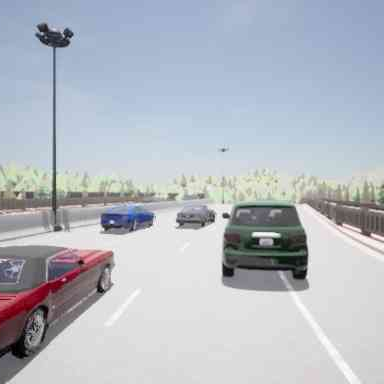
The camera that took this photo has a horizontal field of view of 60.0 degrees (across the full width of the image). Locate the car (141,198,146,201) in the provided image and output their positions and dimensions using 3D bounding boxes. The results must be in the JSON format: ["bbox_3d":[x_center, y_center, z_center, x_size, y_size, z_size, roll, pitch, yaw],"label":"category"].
[{"bbox_3d":[-7.661,1.690,60.289,1.882,1.535,5.008,0,-1,16],"label":"car"}]

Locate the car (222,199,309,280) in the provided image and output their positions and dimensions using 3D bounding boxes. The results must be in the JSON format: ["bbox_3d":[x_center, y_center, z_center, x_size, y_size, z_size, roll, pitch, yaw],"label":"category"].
[{"bbox_3d":[2.112,1.259,10.350,2.150,2.045,5.566,0,0,8],"label":"car"}]

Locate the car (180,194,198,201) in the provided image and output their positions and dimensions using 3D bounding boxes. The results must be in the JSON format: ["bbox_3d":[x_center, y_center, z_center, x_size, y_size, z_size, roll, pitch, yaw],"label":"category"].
[{"bbox_3d":[-0.521,1.432,59.824,2.150,2.045,5.566,0,-1,16],"label":"car"}]

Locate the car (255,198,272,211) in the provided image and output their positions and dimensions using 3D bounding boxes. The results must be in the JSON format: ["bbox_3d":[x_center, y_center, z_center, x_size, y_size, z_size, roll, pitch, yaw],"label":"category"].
[{"bbox_3d":[9.818,1.629,45.221,1.882,1.535,5.008,0,0,17],"label":"car"}]

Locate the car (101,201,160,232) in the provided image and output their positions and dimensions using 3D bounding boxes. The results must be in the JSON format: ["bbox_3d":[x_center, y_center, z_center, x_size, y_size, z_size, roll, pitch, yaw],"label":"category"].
[{"bbox_3d":[-3.884,1.552,20.968,1.882,1.535,5.008,0,0,13],"label":"car"}]

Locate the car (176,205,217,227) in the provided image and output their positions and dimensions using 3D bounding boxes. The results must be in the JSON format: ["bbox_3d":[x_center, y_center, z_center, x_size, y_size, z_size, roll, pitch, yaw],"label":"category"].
[{"bbox_3d":[0.407,1.629,23.800,2.033,1.411,5.357,0,0,15],"label":"car"}]

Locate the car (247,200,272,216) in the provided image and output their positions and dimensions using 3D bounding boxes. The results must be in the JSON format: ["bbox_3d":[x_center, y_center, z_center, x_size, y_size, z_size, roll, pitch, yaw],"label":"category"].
[{"bbox_3d":[7.287,1.611,35.507,2.128,1.511,4.902,0,0,16],"label":"car"}]

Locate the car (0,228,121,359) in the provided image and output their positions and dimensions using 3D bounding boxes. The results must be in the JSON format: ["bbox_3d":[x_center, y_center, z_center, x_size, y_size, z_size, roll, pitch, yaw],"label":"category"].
[{"bbox_3d":[-2.956,1.623,6.041,1.895,1.301,4.718,0,0,5],"label":"car"}]

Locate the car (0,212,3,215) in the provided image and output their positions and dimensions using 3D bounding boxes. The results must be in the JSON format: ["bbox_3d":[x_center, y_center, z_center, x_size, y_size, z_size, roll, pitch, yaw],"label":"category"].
[{"bbox_3d":[-12.085,1.557,17.300,2.128,1.511,4.902,0,0,11],"label":"car"}]

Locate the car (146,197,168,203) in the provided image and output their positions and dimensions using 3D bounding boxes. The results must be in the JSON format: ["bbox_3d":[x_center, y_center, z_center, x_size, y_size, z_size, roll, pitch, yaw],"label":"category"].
[{"bbox_3d":[-5.432,1.720,55.374,1.812,1.442,4.674,0,0,16],"label":"car"}]
